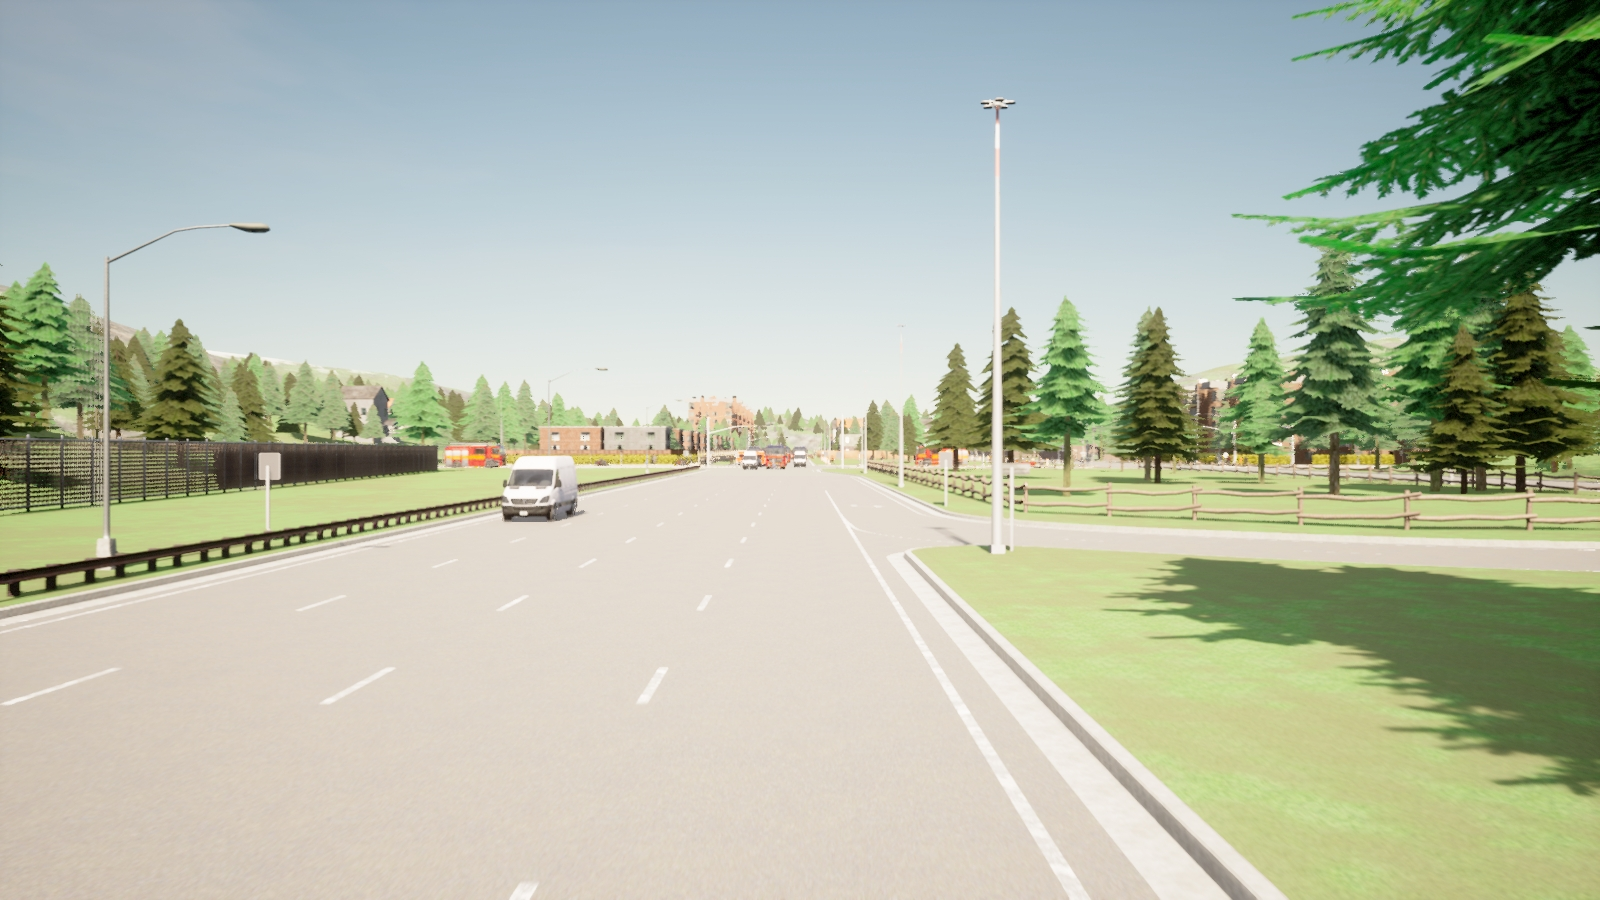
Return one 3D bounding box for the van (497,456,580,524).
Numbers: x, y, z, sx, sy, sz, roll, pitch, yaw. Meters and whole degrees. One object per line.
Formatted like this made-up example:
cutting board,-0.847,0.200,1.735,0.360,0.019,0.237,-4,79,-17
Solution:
van,-10.498,1.529,46.317,1.988,2.561,5.915,0,0,0
